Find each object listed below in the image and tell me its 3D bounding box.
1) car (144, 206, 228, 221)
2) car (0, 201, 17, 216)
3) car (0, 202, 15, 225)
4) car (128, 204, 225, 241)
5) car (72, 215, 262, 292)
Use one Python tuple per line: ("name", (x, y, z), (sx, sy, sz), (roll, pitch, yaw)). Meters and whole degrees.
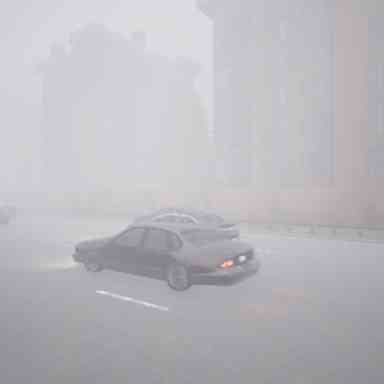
("car", (-0.507, 1.490, 12.951), (4.902, 1.511, 2.128), (0, 0, 35))
("car", (-17.129, 1.526, 29.100), (4.674, 1.442, 1.812), (0, 0, 36))
("car", (-14.429, 1.565, 22.876), (4.181, 1.385, 1.994), (0, 0, 35))
("car", (-0.923, 1.477, 17.546), (5.008, 1.535, 1.882), (0, 0, 35))
("car", (-0.897, 1.547, 8.930), (5.357, 1.411, 2.033), (0, 0, 35))
